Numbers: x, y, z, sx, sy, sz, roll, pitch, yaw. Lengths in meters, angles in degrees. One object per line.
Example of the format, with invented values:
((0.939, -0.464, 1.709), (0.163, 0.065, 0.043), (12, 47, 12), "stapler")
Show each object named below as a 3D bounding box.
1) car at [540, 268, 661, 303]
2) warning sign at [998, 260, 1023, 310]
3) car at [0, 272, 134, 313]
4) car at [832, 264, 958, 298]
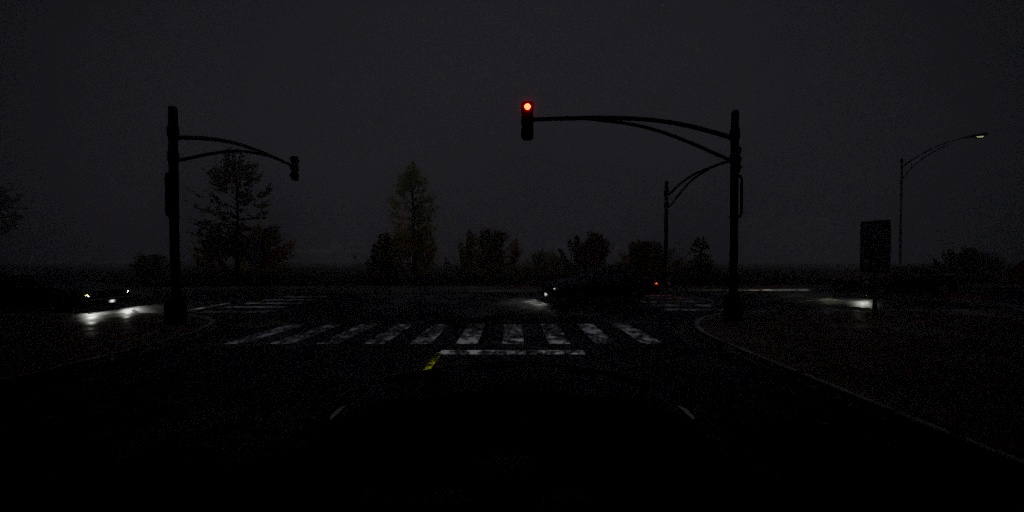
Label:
((4.035, 1.277, 16.366), (5.357, 1.411, 2.033), (0, 1, -15), "car")
((17.013, 0.893, 11.719), (1.060, 1.860, 1.300), (0, 0, -1), "warning sign")
((-18.015, 1.342, 13.723), (5.357, 1.411, 2.033), (0, 1, -1), "car")
((18.599, 1.172, 17.557), (5.008, 1.535, 1.882), (0, 1, -1), "car")
